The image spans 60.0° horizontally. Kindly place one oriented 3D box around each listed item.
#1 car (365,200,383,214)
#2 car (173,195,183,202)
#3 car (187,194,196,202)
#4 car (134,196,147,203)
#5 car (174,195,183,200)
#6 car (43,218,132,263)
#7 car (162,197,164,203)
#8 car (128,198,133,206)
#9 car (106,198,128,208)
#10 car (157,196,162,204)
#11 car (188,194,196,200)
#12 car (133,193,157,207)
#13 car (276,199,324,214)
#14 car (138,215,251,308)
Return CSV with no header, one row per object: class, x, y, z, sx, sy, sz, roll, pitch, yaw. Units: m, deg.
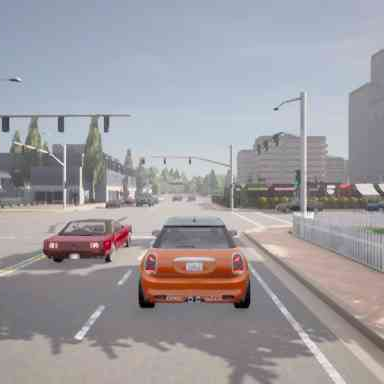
car,20.893,1.466,34.962,5.008,1.535,1.882,0,0,-2
car,-3.551,1.486,77.708,1.812,1.442,4.674,0,0,0
car,-0.051,1.505,77.391,2.033,1.411,5.357,0,0,0
car,-10.554,1.541,67.959,1.994,1.385,4.181,0,0,0
car,-3.557,1.395,87.662,1.994,1.385,4.181,0,0,0
car,-3.424,1.597,11.949,1.895,1.301,4.718,0,0,0
car,-7.046,1.500,70.845,1.812,1.442,4.674,0,0,0
car,-10.621,1.582,55.057,1.895,1.301,4.718,0,0,0
car,-10.628,1.548,46.287,1.994,1.385,4.181,0,0,0
car,-7.111,1.543,60.520,1.994,1.385,4.181,0,0,0
car,-0.057,1.368,87.667,2.128,1.511,4.902,0,0,0
car,-7.129,1.204,51.114,2.150,2.045,5.566,0,0,1
car,11.249,1.480,34.718,4.902,1.511,2.128,0,0,-2
car,0.059,1.349,8.056,2.097,1.767,4.553,0,0,0
